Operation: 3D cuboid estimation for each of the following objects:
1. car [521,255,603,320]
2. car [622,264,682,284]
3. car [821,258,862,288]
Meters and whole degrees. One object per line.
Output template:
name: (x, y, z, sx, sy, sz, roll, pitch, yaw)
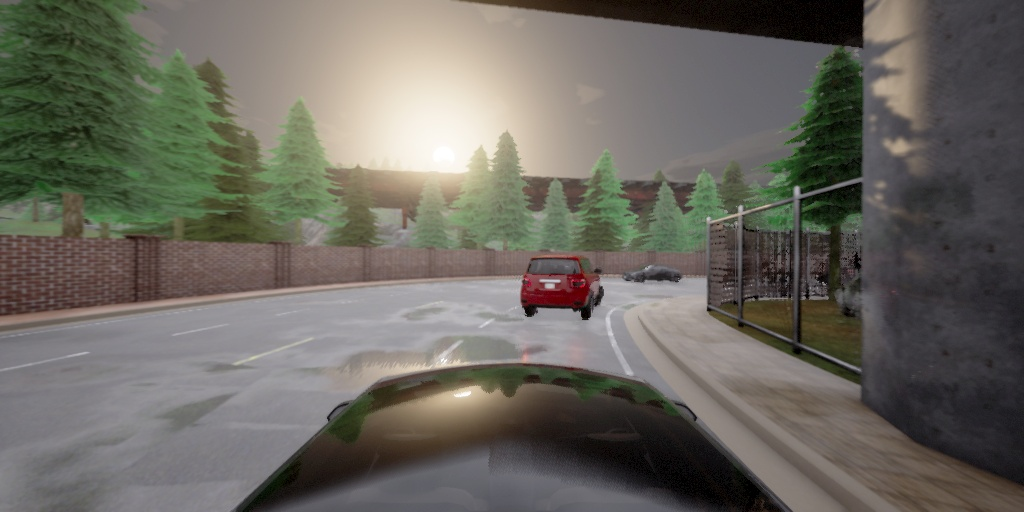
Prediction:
car: (1.975, 0.985, 13.112, 2.150, 2.045, 5.566, 0, 0, 19)
car: (10.827, 1.362, 27.754, 4.674, 1.442, 1.812, 1, 0, -14)
car: (22.696, 1.164, 22.777, 5.566, 2.045, 2.150, 1, 0, -10)
